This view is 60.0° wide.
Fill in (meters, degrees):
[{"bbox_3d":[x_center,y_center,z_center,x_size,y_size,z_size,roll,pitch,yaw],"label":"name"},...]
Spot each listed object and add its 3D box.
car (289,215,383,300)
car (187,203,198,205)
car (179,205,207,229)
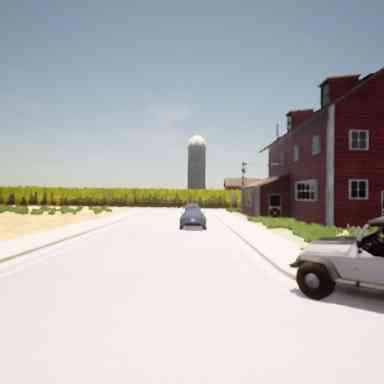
[{"bbox_3d":[4.169,1.347,7.040,1.905,1.878,3.866,-6,2,-42],"label":"car"},{"bbox_3d":[0.059,2.063,40.029,2.128,1.511,4.902,1,-1,0],"label":"car"},{"bbox_3d":[0.077,1.939,25.062,1.994,1.385,4.181,1,-1,0],"label":"car"}]
